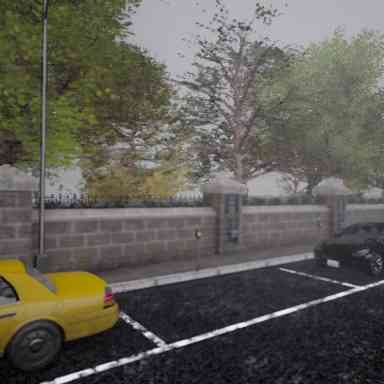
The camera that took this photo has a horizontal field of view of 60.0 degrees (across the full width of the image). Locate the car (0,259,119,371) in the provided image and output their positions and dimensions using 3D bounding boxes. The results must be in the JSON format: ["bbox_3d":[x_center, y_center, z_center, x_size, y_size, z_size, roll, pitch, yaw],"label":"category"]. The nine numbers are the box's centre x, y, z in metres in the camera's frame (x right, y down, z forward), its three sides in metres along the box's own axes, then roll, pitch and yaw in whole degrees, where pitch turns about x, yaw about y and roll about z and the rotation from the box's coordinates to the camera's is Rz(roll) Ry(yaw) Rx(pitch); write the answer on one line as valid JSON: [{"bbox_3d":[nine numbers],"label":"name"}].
[{"bbox_3d":[-3.383,1.521,4.143,4.829,1.417,1.752,1,0,-36],"label":"car"}]

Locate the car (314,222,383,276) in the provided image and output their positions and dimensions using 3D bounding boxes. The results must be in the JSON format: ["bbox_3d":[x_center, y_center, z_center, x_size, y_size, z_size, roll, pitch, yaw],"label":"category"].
[{"bbox_3d":[5.772,1.669,10.676,4.313,1.339,1.947,1,0,-36],"label":"car"}]
